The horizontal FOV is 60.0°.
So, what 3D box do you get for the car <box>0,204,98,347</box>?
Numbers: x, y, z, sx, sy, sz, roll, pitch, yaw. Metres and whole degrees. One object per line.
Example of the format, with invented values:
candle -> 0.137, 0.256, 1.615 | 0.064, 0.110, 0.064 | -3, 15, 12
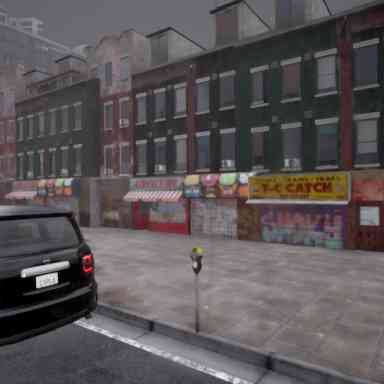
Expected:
car -> -4.044, 1.227, 5.828 | 5.566, 2.045, 2.150 | 0, 0, 35
